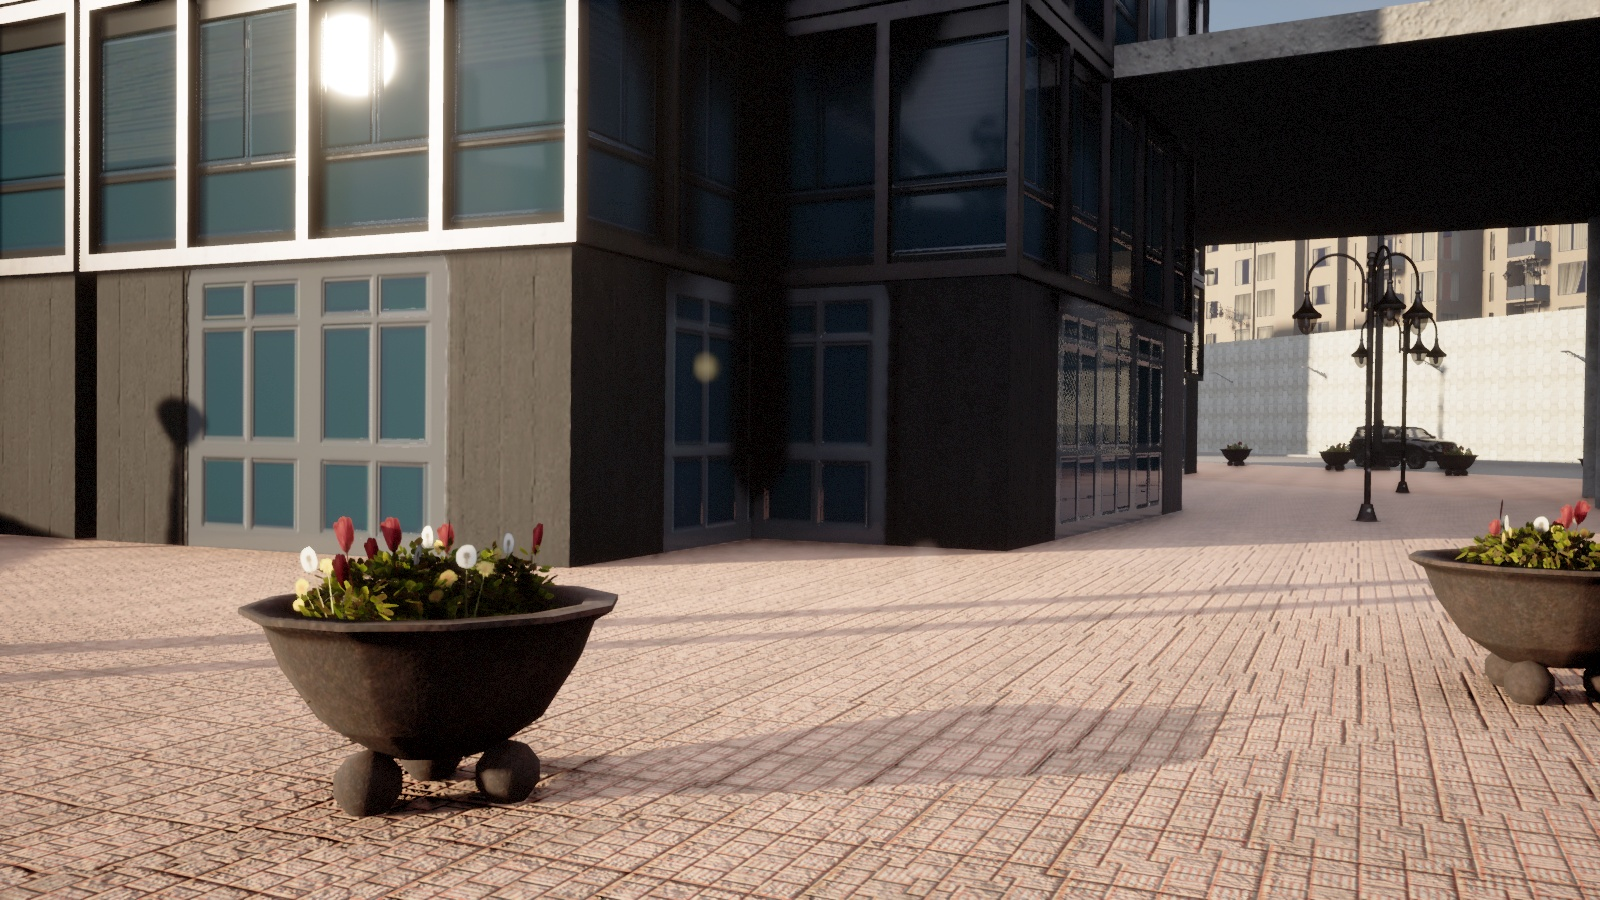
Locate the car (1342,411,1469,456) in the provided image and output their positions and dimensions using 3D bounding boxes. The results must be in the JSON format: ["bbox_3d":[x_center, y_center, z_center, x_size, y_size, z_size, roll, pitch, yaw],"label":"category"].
[{"bbox_3d":[28.945,-0.777,60.288,2.150,2.045,5.566,-1,1,-20],"label":"car"}]
